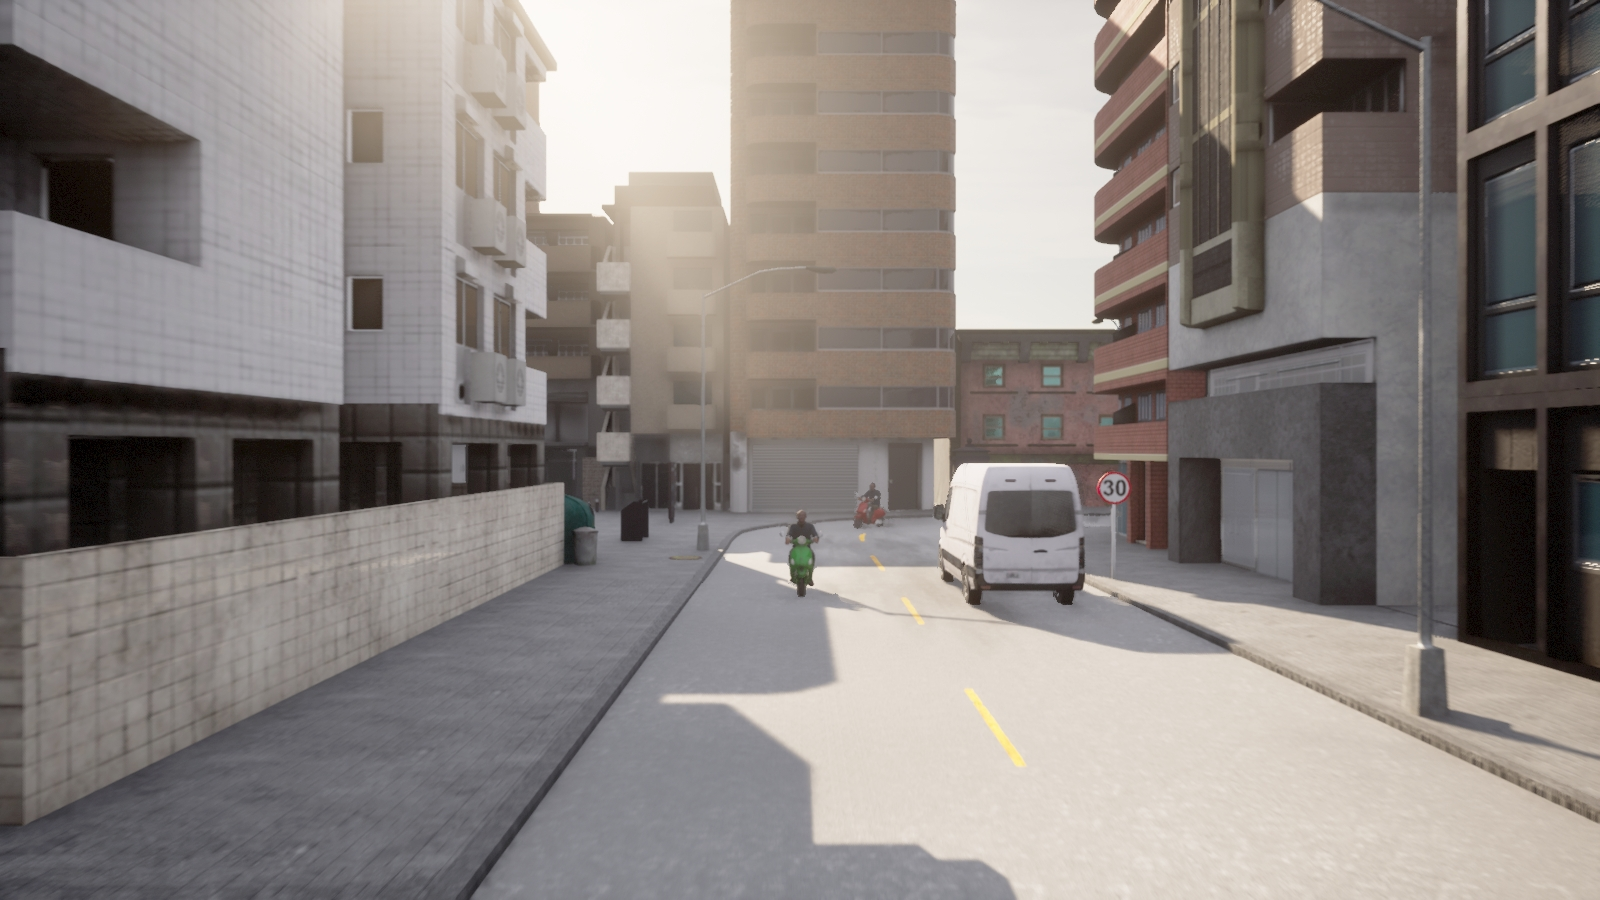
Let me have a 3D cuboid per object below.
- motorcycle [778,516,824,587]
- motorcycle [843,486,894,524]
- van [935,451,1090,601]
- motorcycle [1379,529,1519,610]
[{"bbox_3d":[0.018,1.959,22.385,0.856,1.236,1.805,0,0,0],"label":"motorcycle"},{"bbox_3d":[2.460,1.959,40.854,0.856,1.236,1.805,4,2,39],"label":"motorcycle"},{"bbox_3d":[4.009,1.312,22.655,1.988,2.561,5.915,0,0,0],"label":"van"},{"bbox_3d":[10.684,1.959,18.857,1.805,1.236,0.856,0,-1,5],"label":"motorcycle"}]
